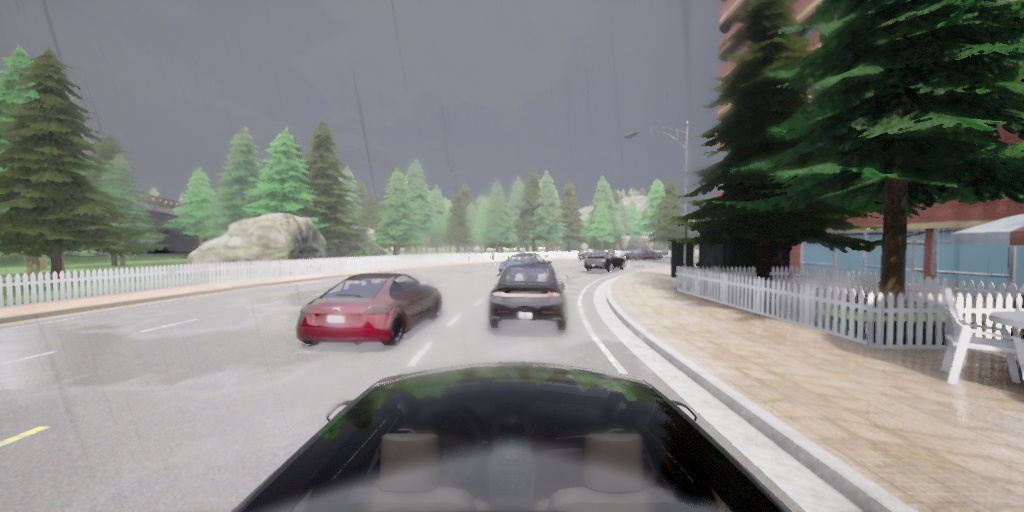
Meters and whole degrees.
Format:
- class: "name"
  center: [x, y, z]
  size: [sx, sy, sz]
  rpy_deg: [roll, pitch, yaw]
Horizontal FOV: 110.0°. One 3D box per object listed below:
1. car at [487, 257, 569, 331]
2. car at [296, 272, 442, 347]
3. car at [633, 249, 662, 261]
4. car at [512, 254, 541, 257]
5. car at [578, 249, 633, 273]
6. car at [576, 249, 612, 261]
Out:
- class: "car"
  center: [0.532, 0.963, 9.958]
  size: [2.128, 1.511, 4.902]
  rpy_deg: [0, 2, 6]
- class: "car"
  center: [-3.104, 1.077, 8.658]
  size: [1.994, 1.385, 4.181]
  rpy_deg: [0, 2, 5]
- class: "car"
  center: [15.802, -0.112, 43.633]
  size: [5.357, 1.411, 2.033]
  rpy_deg: [-1, 2, -27]
- class: "car"
  center: [1.046, 0.549, 23.862]
  size: [2.033, 1.411, 5.357]
  rpy_deg: [1, 2, 27]
- class: "car"
  center: [7.084, 0.391, 26.953]
  size: [2.128, 1.511, 4.902]
  rpy_deg: [1, 2, 35]
- class: "car"
  center: [10.099, -0.119, 44.219]
  size: [4.181, 1.385, 1.994]
  rpy_deg: [-1, 2, -33]
